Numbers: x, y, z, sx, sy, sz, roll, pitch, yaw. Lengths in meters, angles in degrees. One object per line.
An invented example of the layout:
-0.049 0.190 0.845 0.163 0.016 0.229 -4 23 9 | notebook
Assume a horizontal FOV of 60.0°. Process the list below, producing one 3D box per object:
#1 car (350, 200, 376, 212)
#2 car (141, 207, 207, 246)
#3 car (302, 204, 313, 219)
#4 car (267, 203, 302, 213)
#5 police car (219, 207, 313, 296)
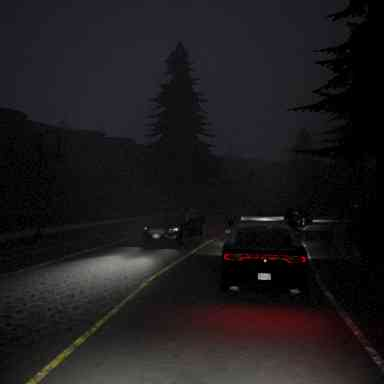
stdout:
20.243 1.564 38.666 4.181 1.385 1.994 0 0 -34 | car
-0.663 1.491 15.542 2.128 1.511 4.902 0 0 19 | car
7.061 1.506 22.934 1.837 1.490 4.892 0 0 30 | car
4.574 1.478 17.856 1.882 1.535 5.008 0 0 23 | car
1.883 1.425 8.951 1.930 1.638 5.238 0 0 11 | police car
